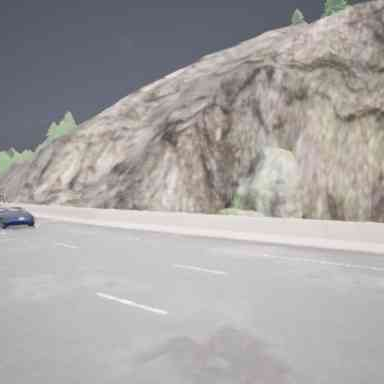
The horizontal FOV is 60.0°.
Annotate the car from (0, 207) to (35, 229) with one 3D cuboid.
[{"bbox_3d":[-12.753,1.734,23.430,4.181,1.385,1.994,0,-1,43],"label":"car"}]
